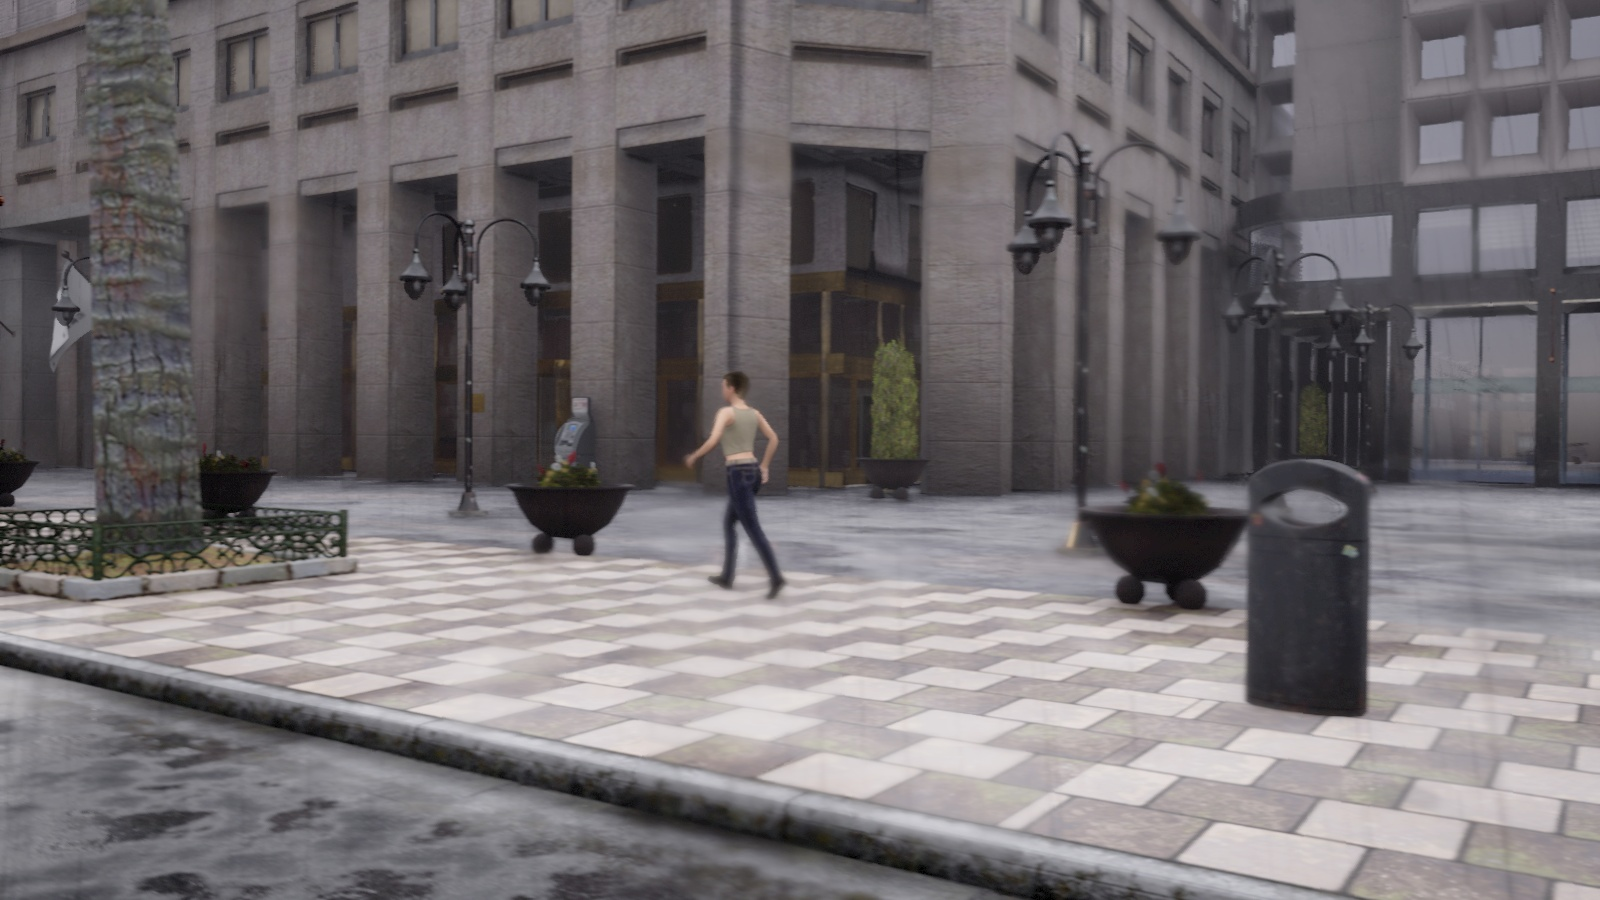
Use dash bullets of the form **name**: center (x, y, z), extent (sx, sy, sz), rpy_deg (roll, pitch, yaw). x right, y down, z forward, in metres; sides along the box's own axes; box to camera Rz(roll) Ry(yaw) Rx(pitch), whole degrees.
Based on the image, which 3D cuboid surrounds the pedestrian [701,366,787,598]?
- **pedestrian**: center (-0.454, 0.252, 10.222), extent (0.594, 1.836, 0.345), rpy_deg (0, 1, 31)
